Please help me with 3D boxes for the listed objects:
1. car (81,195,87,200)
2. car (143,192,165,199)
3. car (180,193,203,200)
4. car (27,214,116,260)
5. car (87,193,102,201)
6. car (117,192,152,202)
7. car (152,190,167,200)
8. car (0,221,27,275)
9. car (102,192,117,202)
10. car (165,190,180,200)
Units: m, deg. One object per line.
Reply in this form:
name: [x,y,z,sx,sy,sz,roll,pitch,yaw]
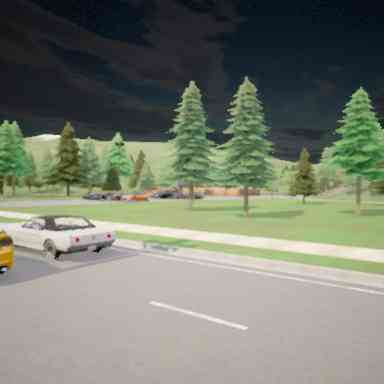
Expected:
car: [-17.439,0.828,60.661,2.033,1.411,5.357,1,1,36]
car: [-8.350,0.708,73.182,1.882,1.535,5.008,1,1,36]
car: [0.325,0.980,67.283,1.837,1.490,4.892,1,1,36]
car: [-4.962,1.444,11.770,4.718,1.301,1.895,1,1,35]
car: [-15.180,0.835,57.859,1.837,1.490,4.892,1,1,36]
car: [-9.335,0.785,54.023,2.097,1.767,4.553,1,1,36]
car: [-5.977,0.525,70.484,2.150,2.045,5.566,1,1,36]
car: [-6.620,1.327,8.655,5.008,1.535,1.882,1,1,35]
car: [-12.263,0.907,55.944,1.812,1.442,4.674,1,1,36]
car: [-3.024,0.910,68.605,1.994,1.385,4.181,1,1,36]
